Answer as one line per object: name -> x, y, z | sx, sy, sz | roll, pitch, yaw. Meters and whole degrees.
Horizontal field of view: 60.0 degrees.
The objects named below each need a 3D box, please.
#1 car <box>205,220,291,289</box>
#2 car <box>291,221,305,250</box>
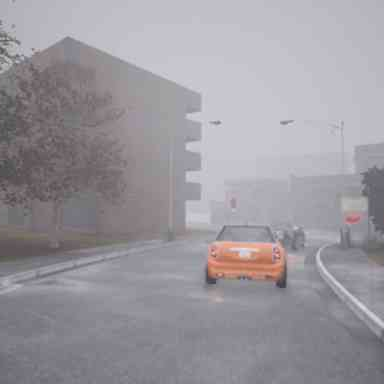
car -> 1.776, 1.721, 10.394 | 2.097, 1.767, 4.553 | 0, -4, 13
car -> 5.684, 2.537, 20.658 | 2.097, 1.767, 4.553 | -1, -5, 26
